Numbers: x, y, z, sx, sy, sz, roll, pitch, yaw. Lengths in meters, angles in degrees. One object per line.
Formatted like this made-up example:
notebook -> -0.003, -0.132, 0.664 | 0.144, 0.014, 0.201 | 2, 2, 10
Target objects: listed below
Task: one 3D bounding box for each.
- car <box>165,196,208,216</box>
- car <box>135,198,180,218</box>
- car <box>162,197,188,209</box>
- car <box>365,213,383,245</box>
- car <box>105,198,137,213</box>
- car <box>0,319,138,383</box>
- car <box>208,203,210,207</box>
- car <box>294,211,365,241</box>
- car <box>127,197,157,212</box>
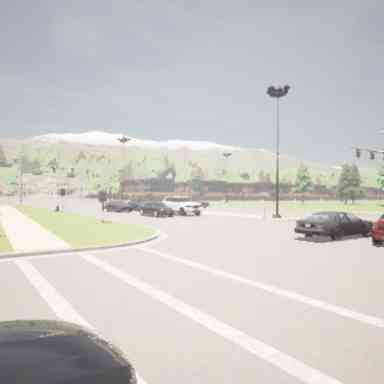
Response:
car -> -1.123, 1.450, 35.637 | 2.150, 2.045, 5.566 | 1, 0, -35
car -> -3.521, 1.693, 32.949 | 1.837, 1.490, 4.892 | 1, 0, -35
car -> -2.718, 1.677, 52.139 | 2.097, 1.767, 4.553 | 1, 0, -35
car -> 10.351, 1.551, 15.430 | 4.553, 1.767, 2.097 | 1, 0, -35
car -> -8.931, 1.737, 40.654 | 2.033, 1.411, 5.357 | 1, 0, -35
car -> -2.648, 1.491, 1.858 | 4.892, 1.490, 1.837 | 1, -1, -35
car -> 0.732, 1.912, 53.314 | 2.033, 1.411, 5.357 | 1, 0, -35
car -> 7.763, 1.739, 17.884 | 5.357, 1.411, 2.033 | 1, 0, -35
car -> -6.640, 1.582, 43.497 | 2.097, 1.767, 4.553 | 1, 0, -35
